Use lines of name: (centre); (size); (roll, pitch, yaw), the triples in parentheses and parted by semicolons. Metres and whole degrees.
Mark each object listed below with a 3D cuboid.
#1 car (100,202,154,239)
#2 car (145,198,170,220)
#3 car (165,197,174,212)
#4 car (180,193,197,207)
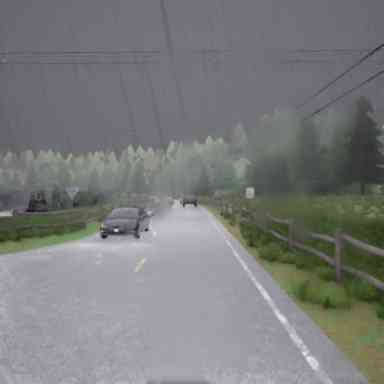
car: (-3.394, 1.508, 17.561); (1.837, 1.490, 4.892); (0, 0, 1)
car: (-3.312, 1.496, 27.913); (2.128, 1.511, 4.902); (0, 0, 0)
car: (-3.383, 1.532, 39.659); (1.812, 1.442, 4.674); (0, 0, -1)
car: (-0.410, 1.232, 51.687); (2.150, 2.045, 5.566); (0, 0, -3)
